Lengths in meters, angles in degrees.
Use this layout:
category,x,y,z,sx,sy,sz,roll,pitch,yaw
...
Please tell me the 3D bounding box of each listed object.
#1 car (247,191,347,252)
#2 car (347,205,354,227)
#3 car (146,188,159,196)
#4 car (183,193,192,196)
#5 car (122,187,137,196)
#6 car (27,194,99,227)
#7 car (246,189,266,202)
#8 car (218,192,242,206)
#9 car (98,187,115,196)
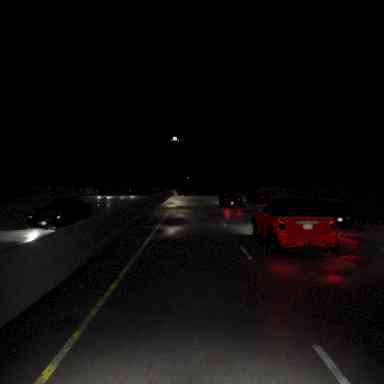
category,x,y,z,sx,sy,sz,roll,pitch,yaw
car,3.605,1.030,12.475,2.097,1.767,4.553,0,2,0
car,7.108,0.992,18.349,1.837,1.490,4.892,0,2,0
car,-7.009,-0.014,59.956,2.033,1.411,5.357,0,-1,1
car,-1.188,1.121,82.178,1.837,1.490,4.892,0,-4,0
car,-10.524,-0.114,55.992,1.882,1.535,5.008,0,0,1
car,-7.092,1.028,18.554,2.033,1.411,5.357,0,2,0
car,7.116,0.379,36.254,1.882,1.535,5.008,0,2,0
car,3.614,0.636,32.172,1.895,1.301,4.718,0,2,0
car,-14.034,-0.065,54.651,1.812,1.442,4.674,0,0,0
